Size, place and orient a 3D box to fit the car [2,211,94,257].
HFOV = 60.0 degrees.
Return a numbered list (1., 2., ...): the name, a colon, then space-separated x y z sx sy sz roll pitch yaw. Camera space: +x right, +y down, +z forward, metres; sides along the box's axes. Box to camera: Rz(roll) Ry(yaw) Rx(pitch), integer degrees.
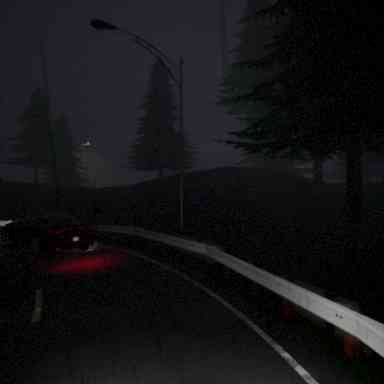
1. car: -5.811 1.482 13.222 5.008 1.535 1.882 0 -1 44
